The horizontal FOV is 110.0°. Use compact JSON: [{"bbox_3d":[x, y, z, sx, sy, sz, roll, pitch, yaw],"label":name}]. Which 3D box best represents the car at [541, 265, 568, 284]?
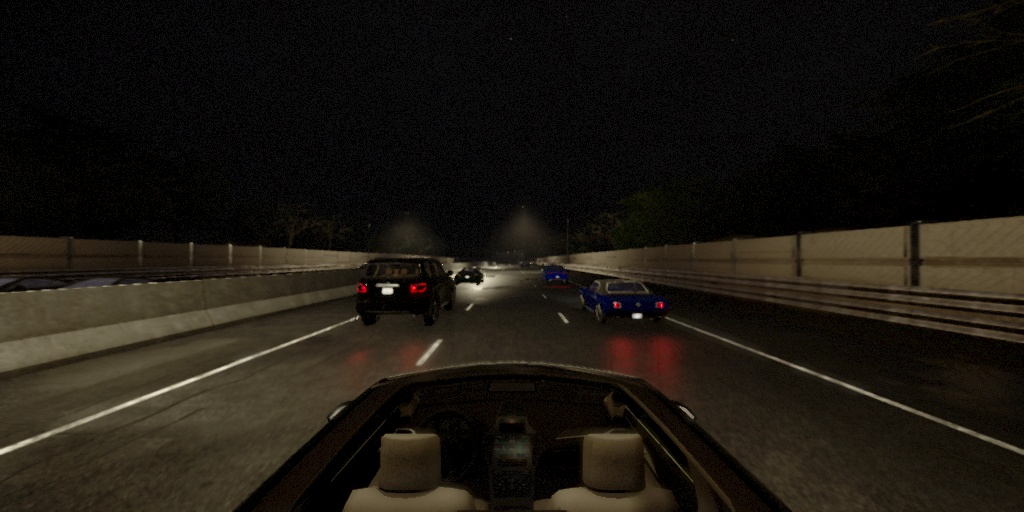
[{"bbox_3d":[3.584,1.515,30.648,1.882,1.535,5.008,0,-1,0],"label":"car"}]

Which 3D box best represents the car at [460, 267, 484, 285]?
[{"bbox_3d":[-3.416,1.587,29.358,1.994,1.385,4.181,0,-1,0],"label":"car"}]

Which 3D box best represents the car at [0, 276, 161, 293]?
[{"bbox_3d":[-14.106,1.419,12.601,1.994,1.385,4.181,0,-1,0],"label":"car"}]

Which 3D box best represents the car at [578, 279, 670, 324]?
[{"bbox_3d":[3.595,1.457,12.496,1.895,1.301,4.718,0,-1,0],"label":"car"}]

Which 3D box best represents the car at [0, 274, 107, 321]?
[{"bbox_3d":[-17.606,1.419,12.589,1.994,1.385,4.181,0,-1,0],"label":"car"}]

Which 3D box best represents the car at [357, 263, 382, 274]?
[{"bbox_3d":[-21.075,1.801,53.137,1.812,1.442,4.674,0,-1,0],"label":"car"}]

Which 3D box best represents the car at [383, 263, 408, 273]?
[{"bbox_3d":[-17.569,1.837,54.437,2.033,1.411,5.357,0,-1,1],"label":"car"}]

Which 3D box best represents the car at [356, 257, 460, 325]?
[{"bbox_3d":[-3.405,1.077,12.494,2.150,2.045,5.566,0,-1,0],"label":"car"}]
